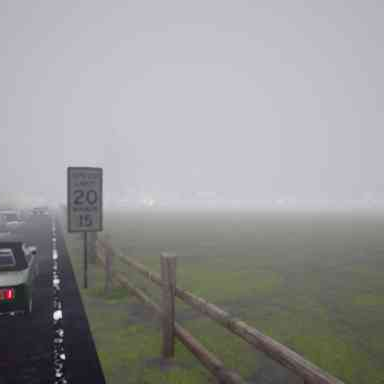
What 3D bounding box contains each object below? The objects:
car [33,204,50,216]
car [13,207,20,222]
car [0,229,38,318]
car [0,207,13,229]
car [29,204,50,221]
[{"bbox_3d":[-20.081,2.346,44.505,1.837,1.490,4.892,0,-1,-23],"label":"car"},{"bbox_3d":[-18.359,2.216,33.164,1.994,1.385,4.181,0,-1,-22],"label":"car"},{"bbox_3d":[-4.437,1.733,7.252,1.895,1.301,4.718,0,-1,-23],"label":"car"},{"bbox_3d":[-14.535,2.025,23.948,2.033,1.411,5.357,0,-1,-23],"label":"car"},{"bbox_3d":[-16.125,2.209,35.204,2.033,1.411,5.357,0,-1,-22],"label":"car"}]
